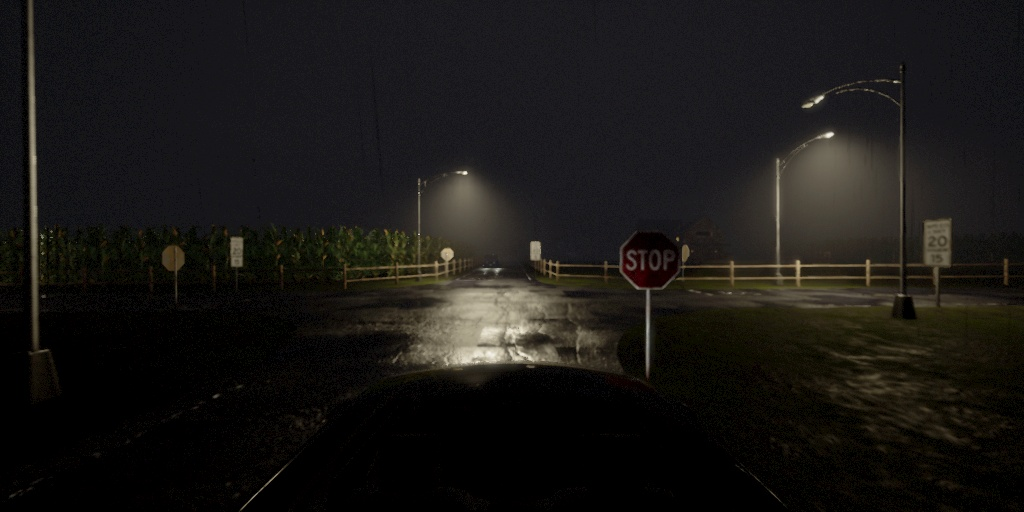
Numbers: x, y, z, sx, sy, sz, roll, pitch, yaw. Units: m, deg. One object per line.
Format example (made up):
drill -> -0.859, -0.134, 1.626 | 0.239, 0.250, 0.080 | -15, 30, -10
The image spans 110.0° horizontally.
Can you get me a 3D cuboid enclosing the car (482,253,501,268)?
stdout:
car -> -2.731, 0.675, 48.473 | 2.150, 2.045, 5.566 | 0, 2, 0
